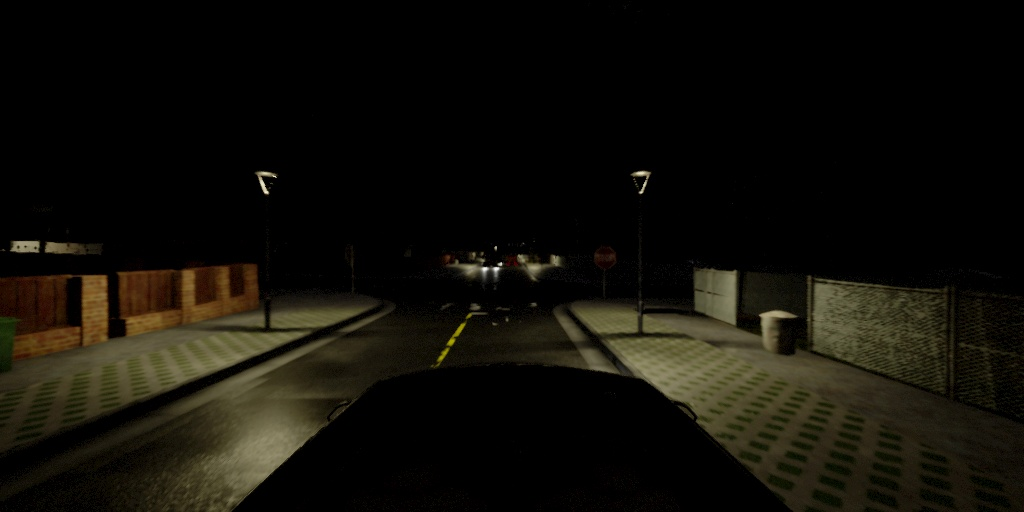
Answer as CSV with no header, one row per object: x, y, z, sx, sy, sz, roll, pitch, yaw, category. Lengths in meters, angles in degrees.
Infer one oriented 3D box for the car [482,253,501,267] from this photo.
-2.817,0.714,47.860,1.837,1.490,4.892,0,1,0,car

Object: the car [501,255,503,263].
-2.754,0.264,64.531,2.097,1.767,4.553,0,1,0,car

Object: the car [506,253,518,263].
0.006,0.422,62.769,1.882,1.535,5.008,0,1,0,car

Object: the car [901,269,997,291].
25.918,1.494,21.102,4.674,1.442,1.812,0,1,1,car
